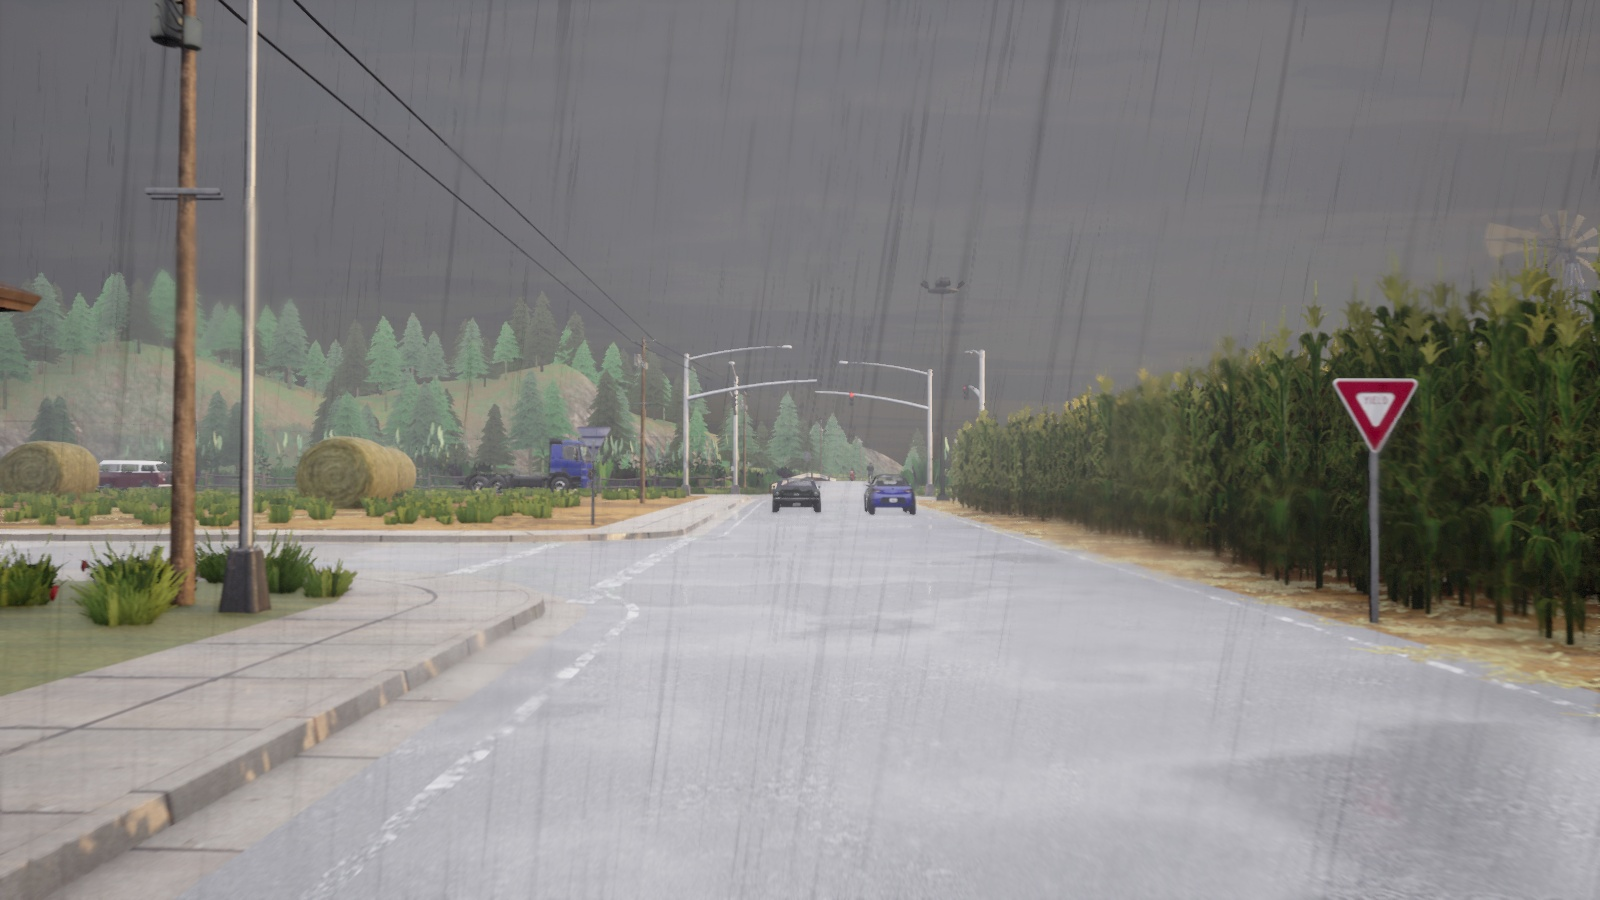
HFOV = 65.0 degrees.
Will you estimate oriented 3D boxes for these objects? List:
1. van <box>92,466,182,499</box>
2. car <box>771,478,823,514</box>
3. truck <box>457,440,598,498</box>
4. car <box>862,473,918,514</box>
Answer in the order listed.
[{"bbox_3d":[-41.151,2.005,77.980,4.480,2.038,2.069,0,-1,3],"label":"van"},{"bbox_3d":[-0.119,1.753,48.824,1.895,1.301,4.718,0,-1,0],"label":"car"},{"bbox_3d":[-16.609,1.181,76.774,7.936,3.462,2.891,0,-1,3],"label":"truck"},{"bbox_3d":[3.384,1.633,47.717,1.816,1.474,4.193,0,-1,0],"label":"car"}]
